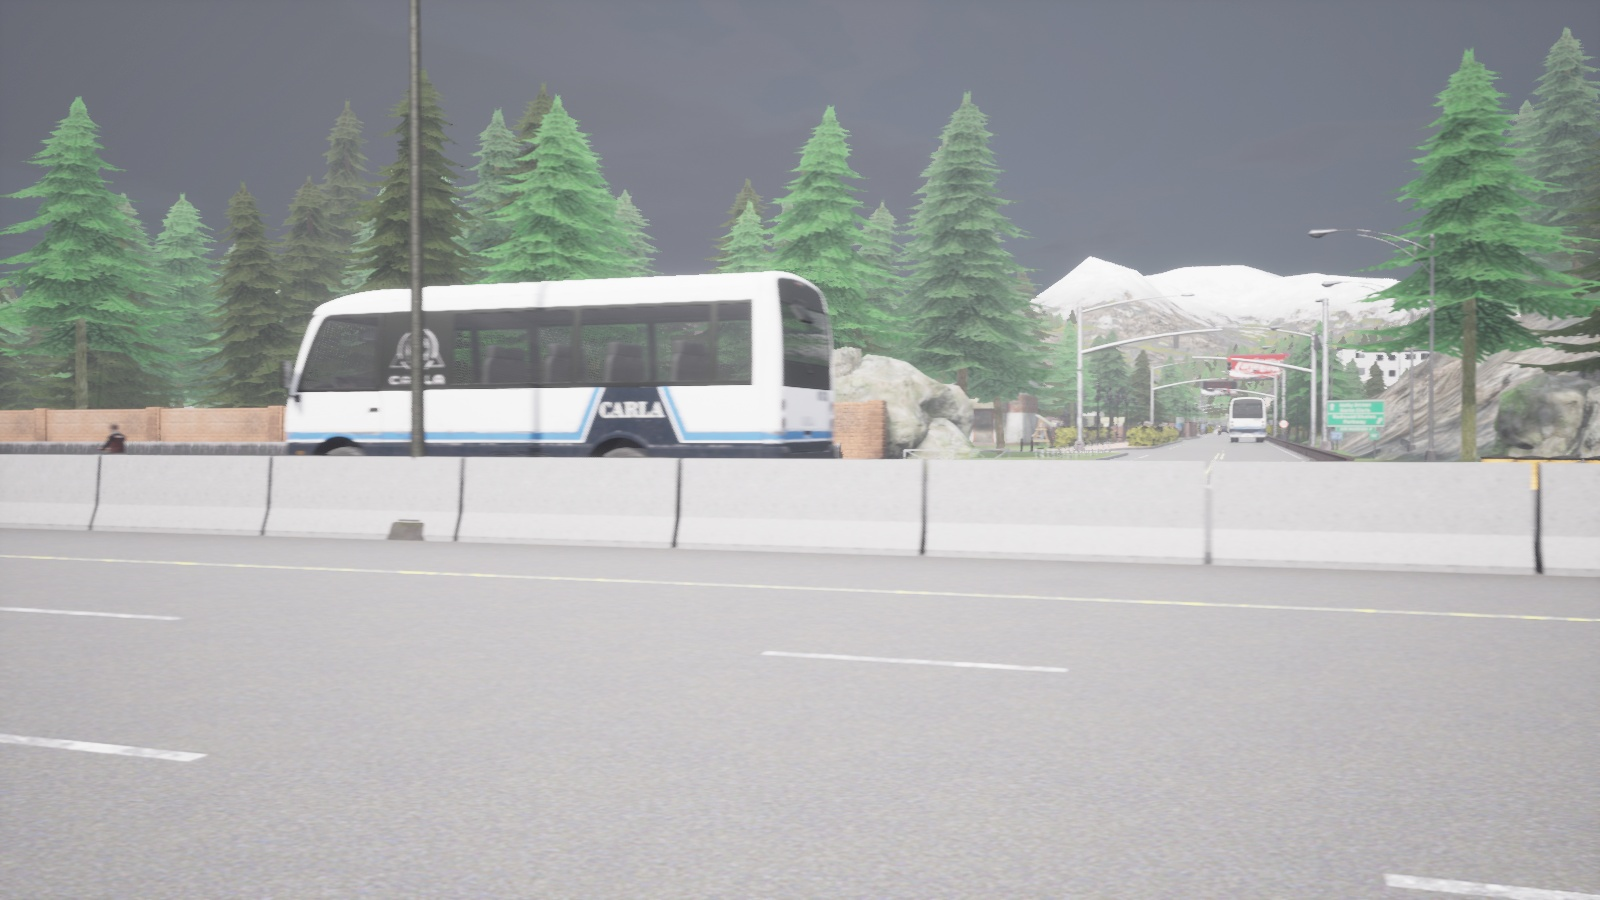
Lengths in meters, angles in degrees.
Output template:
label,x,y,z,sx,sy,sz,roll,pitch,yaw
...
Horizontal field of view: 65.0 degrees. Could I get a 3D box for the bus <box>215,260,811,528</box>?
label,x,y,z,sx,sy,sz,roll,pitch,yaw
bus,-5.293,-0.966,23.416,10.273,4.253,3.944,1,1,19
